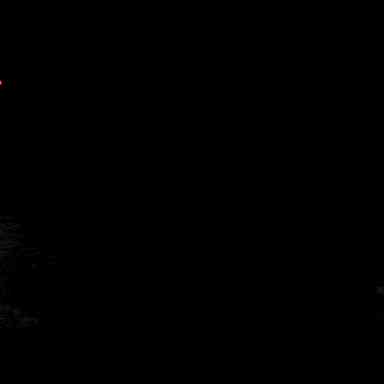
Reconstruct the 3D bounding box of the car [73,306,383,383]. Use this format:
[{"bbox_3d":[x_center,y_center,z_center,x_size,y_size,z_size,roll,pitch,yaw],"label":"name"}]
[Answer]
[{"bbox_3d":[1.012,1.543,2.229,4.507,1.381,1.887,0,1,36],"label":"car"}]
